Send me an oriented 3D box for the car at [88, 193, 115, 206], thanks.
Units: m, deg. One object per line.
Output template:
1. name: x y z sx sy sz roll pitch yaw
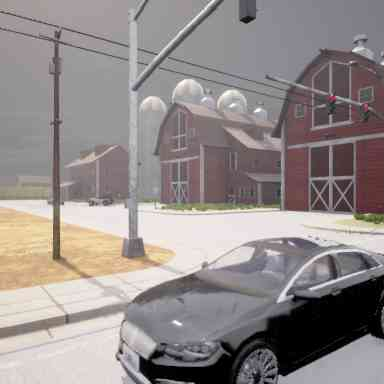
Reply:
1. car: -13.758 1.118 50.620 3.866 1.878 1.905 -2 5 11

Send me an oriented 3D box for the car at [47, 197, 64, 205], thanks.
1. car: -23.226 1.537 56.609 1.994 1.385 4.181 0 0 -36

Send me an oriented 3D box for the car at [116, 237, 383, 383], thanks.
1. car: 1.350 1.492 4.945 4.902 1.511 2.128 0 0 -35
